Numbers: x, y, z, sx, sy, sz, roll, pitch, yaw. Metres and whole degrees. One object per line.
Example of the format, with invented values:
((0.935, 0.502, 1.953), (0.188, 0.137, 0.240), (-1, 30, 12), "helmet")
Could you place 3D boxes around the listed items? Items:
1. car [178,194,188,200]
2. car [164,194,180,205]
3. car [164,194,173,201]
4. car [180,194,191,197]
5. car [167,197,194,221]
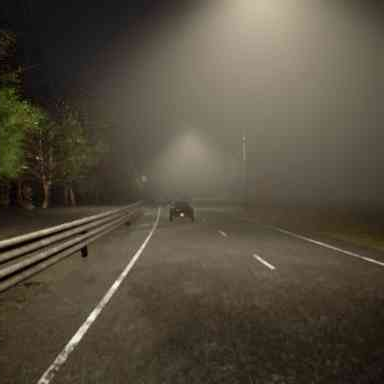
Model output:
((-2.236, 1.158, 80.586), (2.033, 1.411, 5.357), (0, 0, -5), "car")
((-3.578, 1.409, 57.434), (2.033, 1.411, 5.357), (0, 0, -5), "car")
((-5.757, 1.320, 80.674), (2.128, 1.511, 4.902), (0, 0, -5), "car")
((-1.341, 1.162, 70.588), (2.097, 1.767, 4.553), (0, 0, -5), "car")
((-0.915, 1.442, 26.983), (1.837, 1.490, 4.892), (0, 0, -4), "car")
